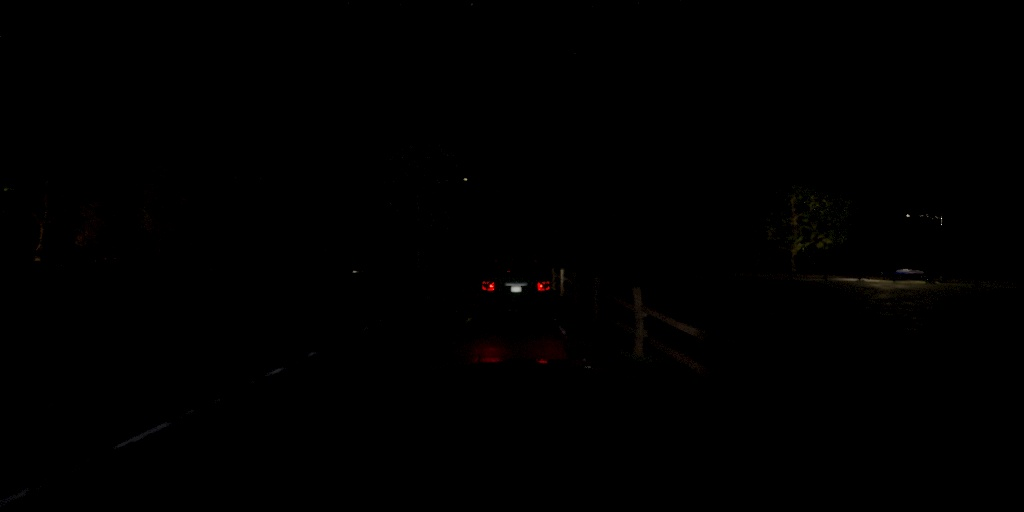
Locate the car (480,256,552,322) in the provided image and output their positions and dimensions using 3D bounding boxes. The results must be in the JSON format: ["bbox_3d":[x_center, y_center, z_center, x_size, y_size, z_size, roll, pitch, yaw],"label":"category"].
[{"bbox_3d":[0.104,1.027,12.601,2.150,2.045,5.566,0,0,0],"label":"car"}]

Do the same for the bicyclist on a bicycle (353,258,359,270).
[{"bbox_3d":[-21.987,1.126,50.688,0.582,1.620,1.656,1,0,2],"label":"bicyclist on a bicycle"}]

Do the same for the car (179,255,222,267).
[{"bbox_3d":[-42.038,0.697,48.398,4.553,1.767,2.097,1,0,3],"label":"car"}]
